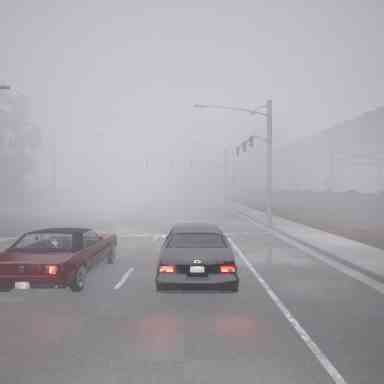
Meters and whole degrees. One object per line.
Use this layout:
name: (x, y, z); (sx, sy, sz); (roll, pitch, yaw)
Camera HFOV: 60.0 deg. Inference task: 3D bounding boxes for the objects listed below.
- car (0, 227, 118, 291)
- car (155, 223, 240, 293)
car: (-3.386, 1.597, 8.927); (1.895, 1.301, 4.718); (0, 0, 1)
car: (0.104, 1.547, 8.977); (2.033, 1.411, 5.357); (0, 0, 0)
